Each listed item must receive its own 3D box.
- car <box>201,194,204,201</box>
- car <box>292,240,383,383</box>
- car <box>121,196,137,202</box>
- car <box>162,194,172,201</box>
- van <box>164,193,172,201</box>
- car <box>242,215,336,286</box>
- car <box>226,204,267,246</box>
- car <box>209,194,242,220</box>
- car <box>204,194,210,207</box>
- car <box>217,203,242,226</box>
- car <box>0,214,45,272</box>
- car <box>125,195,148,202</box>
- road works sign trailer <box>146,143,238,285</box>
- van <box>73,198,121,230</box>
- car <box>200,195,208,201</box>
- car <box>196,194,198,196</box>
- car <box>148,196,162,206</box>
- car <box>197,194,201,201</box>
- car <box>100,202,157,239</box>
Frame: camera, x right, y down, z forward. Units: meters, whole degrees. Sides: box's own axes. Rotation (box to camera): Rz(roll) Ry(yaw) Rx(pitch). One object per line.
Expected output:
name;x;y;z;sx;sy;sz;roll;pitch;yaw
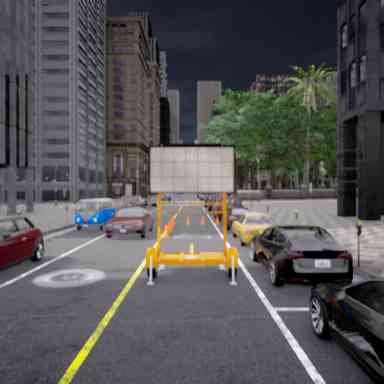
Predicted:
car;2.769;1.192;47.516;2.192;1.841;5.009;0;0;0
car;2.762;1.557;3.622;1.947;1.339;4.313;0;0;0
car;-5.760;1.377;25.583;1.967;1.590;4.097;0;0;0
car;-5.752;1.090;74.094;2.192;1.841;5.009;0;0;0
van;-5.751;1.093;79.514;1.690;1.788;3.998;0;0;0
car;2.763;1.543;9.109;1.947;1.339;4.313;0;0;0
car;2.764;1.489;14.765;1.752;1.417;4.829;0;0;0
car;2.765;1.252;25.568;2.192;1.841;5.009;0;0;0
car;2.767;1.224;36.541;2.192;1.841;5.009;0;0;0
car;2.764;1.532;20.082;1.802;1.307;4.206;0;0;0
car;-5.762;1.417;9.121;1.967;1.590;4.097;0;0;0
car;-5.760;1.238;31.071;2.192;1.841;5.009;0;0;0
road works sign trailer;0.000;0.441;9.401;2.380;3.560;2.880;0;0;0
van;-5.761;1.291;20.096;1.690;1.788;3.998;0;0;0
car;2.773;1.334;79.495;1.802;1.307;4.206;0;0;0
car;2.774;1.169;84.915;1.967;1.590;4.097;0;0;0
car;-5.757;1.442;47.536;1.947;1.339;4.313;0;0;0
car;2.772;1.341;74.075;1.947;1.339;4.313;0;0;0
car;-3.099;1.483;17.264;1.812;1.442;4.674;0;0;0
